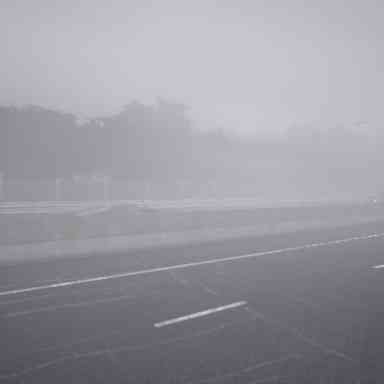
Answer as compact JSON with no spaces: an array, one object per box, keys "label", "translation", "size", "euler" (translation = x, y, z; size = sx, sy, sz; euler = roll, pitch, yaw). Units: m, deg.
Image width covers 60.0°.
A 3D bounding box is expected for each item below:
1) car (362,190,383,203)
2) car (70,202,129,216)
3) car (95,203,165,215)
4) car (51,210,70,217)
[{"label":"car","translation":[26.665,0.721,47.465],"size":[5.566,2.045,2.150],"euler":[-1,1,-33]},{"label":"car","translation":[-4.996,1.459,21.865],"size":[5.008,1.535,1.882],"euler":[0,0,-35]},{"label":"car","translation":[-2.983,1.547,19.001],"size":[4.181,1.385,1.994],"euler":[0,0,-35]},{"label":"car","translation":[-7.701,1.582,24.247],"size":[4.718,1.301,1.895],"euler":[0,0,-35]}]
